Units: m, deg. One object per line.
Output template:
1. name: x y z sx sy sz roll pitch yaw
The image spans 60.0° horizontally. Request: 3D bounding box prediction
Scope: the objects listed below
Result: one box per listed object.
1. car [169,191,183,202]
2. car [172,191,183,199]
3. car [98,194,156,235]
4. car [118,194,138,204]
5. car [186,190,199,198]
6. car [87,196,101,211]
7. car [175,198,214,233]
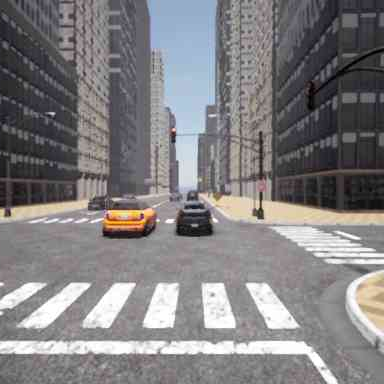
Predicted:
1. car: -3.131 0.962 60.803 2.128 1.511 4.902 0 0 0
2. car: -3.110 0.589 71.189 2.097 1.767 4.553 0 0 0
3. car: -3.121 1.177 17.524 2.097 1.767 4.553 0 1 0
4. car: -9.732 1.036 50.730 2.128 1.511 4.902 0 0 0
5. car: 0.120 0.688 61.242 2.150 2.045 5.566 0 0 0
6. car: -9.776 1.168 35.704 1.837 1.490 4.892 0 1 0
7. car: 0.131 1.321 18.345 1.837 1.490 4.892 0 1 0
